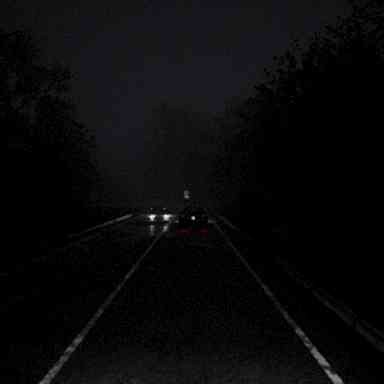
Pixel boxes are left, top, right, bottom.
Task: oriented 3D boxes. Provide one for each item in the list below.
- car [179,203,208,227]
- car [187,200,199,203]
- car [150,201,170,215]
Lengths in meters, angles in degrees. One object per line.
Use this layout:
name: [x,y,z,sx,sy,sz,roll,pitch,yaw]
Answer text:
car: [0.088,1.712,23.873,1.994,1.385,4.181,0,0,0]
car: [0.079,1.745,41.150,2.128,1.511,4.902,0,-1,0]
car: [-3.590,1.758,37.495,1.812,1.442,4.674,0,0,0]
